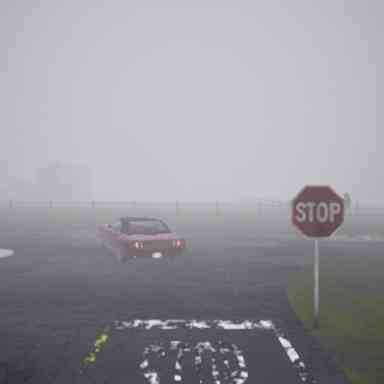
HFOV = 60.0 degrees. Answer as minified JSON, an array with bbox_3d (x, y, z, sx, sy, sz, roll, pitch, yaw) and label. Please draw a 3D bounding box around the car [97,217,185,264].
[{"bbox_3d":[-2.038,1.550,11.916,1.895,1.301,4.718,2,0,-27],"label":"car"}]
